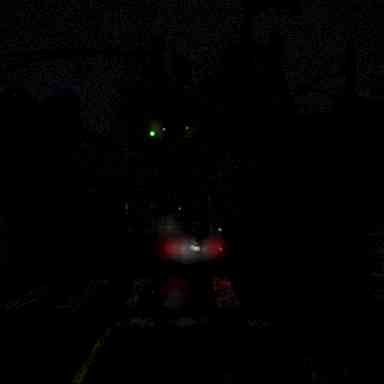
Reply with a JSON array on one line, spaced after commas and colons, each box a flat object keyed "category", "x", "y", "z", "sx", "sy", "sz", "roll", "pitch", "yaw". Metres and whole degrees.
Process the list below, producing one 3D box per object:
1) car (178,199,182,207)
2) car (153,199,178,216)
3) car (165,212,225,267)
[{"category": "car", "x": -2.686, "y": 1.877, "z": 59.547, "sx": 2.033, "sy": 1.411, "sz": 5.357, "roll": 0, "pitch": -1, "yaw": 1}, {"category": "car", "x": -2.801, "y": 1.579, "z": 34.065, "sx": 1.882, "sy": 1.535, "sz": 5.008, "roll": 0, "pitch": 0, "yaw": 0}, {"category": "car", "x": 0.095, "y": 1.638, "z": 11.625, "sx": 2.033, "sy": 1.411, "sz": 5.357, "roll": 0, "pitch": -1, "yaw": 0}]
